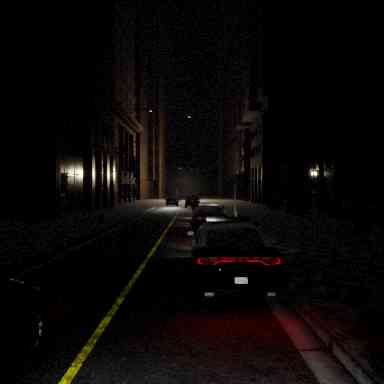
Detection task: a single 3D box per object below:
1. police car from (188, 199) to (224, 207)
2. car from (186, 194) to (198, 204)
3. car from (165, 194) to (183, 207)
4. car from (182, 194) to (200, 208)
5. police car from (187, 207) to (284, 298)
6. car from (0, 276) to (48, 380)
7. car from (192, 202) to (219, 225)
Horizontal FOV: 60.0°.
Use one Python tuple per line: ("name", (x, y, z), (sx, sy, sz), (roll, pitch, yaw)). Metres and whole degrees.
("police car", (0.915, 1.413, 18.698), (1.930, 1.638, 5.238), (0, 0, 0))
("car", (0.051, 1.272, 60.082), (2.097, 1.767, 4.553), (0, 0, 0))
("car", (-2.958, 1.432, 50.259), (2.128, 1.511, 4.902), (0, 0, 0))
("car", (0.055, 1.299, 46.789), (2.097, 1.767, 4.553), (0, 0, 0))
("police car", (0.906, 1.421, 8.696), (1.930, 1.638, 5.238), (0, 0, 0))
("car", (-3.098, 1.563, 3.170), (1.994, 1.385, 4.181), (0, 0, 0))
("car", (0.920, 1.507, 24.588), (1.812, 1.442, 4.674), (0, 0, 0))
